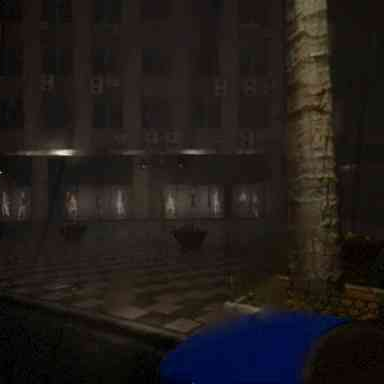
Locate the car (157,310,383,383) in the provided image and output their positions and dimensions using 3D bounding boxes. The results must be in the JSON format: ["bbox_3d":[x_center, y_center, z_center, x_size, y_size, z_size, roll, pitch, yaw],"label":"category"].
[{"bbox_3d":[1.971,1.460,1.899,5.008,1.535,1.882,-1,0,36],"label":"car"}]
